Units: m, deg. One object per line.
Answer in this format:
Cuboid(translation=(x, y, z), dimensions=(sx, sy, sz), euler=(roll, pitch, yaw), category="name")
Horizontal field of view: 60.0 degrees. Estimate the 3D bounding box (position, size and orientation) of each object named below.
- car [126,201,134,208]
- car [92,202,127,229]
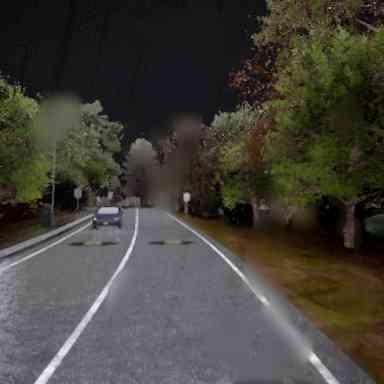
Cuboid(translation=(-12.399, 2.482, 64.983), dimensions=(1.994, 1.385, 4.181), euler=(1, -3, -9), category="car")
Cuboid(translation=(-5.684, 1.687, 22.942), dimensions=(1.812, 1.442, 4.674), euler=(1, 0, -9), category="car")
